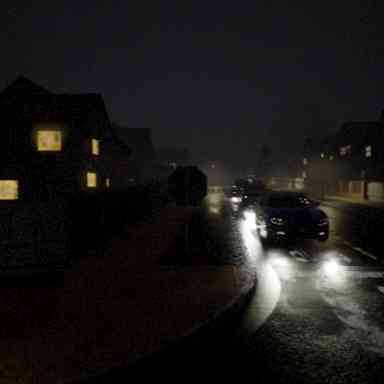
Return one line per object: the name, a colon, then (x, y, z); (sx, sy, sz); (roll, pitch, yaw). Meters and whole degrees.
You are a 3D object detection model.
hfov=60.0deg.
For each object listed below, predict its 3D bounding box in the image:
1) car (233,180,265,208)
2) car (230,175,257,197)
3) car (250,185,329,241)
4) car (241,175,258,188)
car: (4.165, 0.198, 22.384); (2.128, 1.511, 4.902); (0, 3, 4)
car: (4.930, -0.506, 33.200); (2.097, 1.767, 4.553); (0, 3, 4)
car: (3.462, 0.723, 12.313); (1.882, 1.535, 5.008); (0, 3, 4)
car: (9.364, -1.733, 54.633); (2.150, 2.045, 5.566); (0, 3, 4)
